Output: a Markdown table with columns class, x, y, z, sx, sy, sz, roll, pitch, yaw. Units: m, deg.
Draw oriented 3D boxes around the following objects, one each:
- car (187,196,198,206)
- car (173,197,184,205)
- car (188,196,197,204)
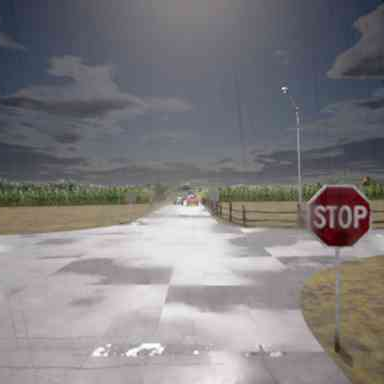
| class | x | y | z | sx | sy | sz | roll | pitch | yaw |
| --- | --- | --- | --- | --- | --- | --- | --- | --- | --- |
| car | 0.100 | 1.623 | 61.336 | 2.097 | 1.767 | 4.553 | 0 | 0 | 0 |
| car | -2.644 | 1.796 | 65.541 | 2.128 | 1.511 | 4.902 | 0 | 0 | 0 |
| car | 0.116 | 1.689 | 71.372 | 1.837 | 1.490 | 4.892 | 0 | -1 | 0 |
